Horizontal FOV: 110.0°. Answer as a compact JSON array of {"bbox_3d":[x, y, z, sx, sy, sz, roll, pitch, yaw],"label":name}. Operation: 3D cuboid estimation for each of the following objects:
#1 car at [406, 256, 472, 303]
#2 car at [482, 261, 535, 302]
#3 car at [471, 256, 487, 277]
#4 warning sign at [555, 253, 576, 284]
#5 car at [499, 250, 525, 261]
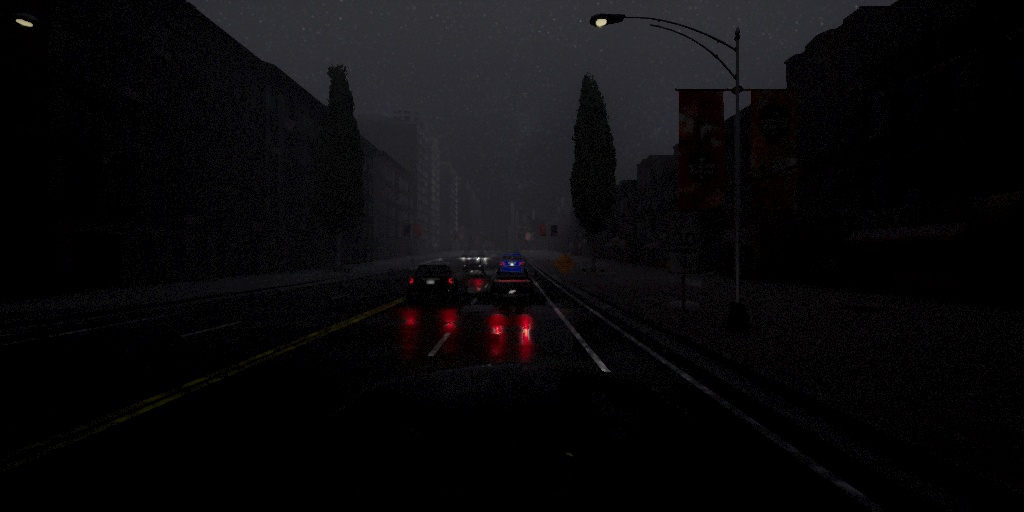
[{"bbox_3d":[-3.250,1.053,16.464,2.097,1.767,4.553,0,0,0],"label":"car"},{"bbox_3d":[0.000,1.181,16.495,2.128,1.511,4.902,0,0,0],"label":"car"},{"bbox_3d":[-3.250,0.989,31.489,2.128,1.511,4.902,0,1,0],"label":"car"},{"bbox_3d":[3.225,0.754,21.680,1.300,1.860,1.060,0,0,0],"label":"warning sign"},{"bbox_3d":[0.000,0.751,31.515,2.150,2.045,5.566,0,1,0],"label":"car"}]
